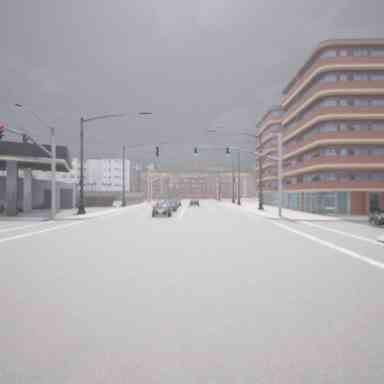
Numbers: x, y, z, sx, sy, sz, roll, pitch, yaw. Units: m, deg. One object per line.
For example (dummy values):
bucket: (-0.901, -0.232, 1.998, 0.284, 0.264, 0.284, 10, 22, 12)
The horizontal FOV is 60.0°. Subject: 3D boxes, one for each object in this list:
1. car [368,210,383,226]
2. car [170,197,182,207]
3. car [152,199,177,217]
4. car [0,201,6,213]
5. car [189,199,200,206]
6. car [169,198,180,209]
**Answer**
car: (14.745, 1.539, 22.960, 4.553, 1.767, 2.097, 0, 0, 1)
car: (-3.150, 1.867, 64.414, 2.097, 1.767, 4.553, 0, 0, 0)
car: (-3.043, 1.768, 34.524, 2.128, 1.511, 4.902, 0, 0, 0)
car: (-23.908, 1.762, 38.735, 3.806, 1.475, 1.970, 0, 0, 1)
car: (0.489, 2.047, 65.113, 1.812, 1.442, 4.674, 0, 0, 0)
car: (-3.093, 1.706, 44.243, 2.097, 1.767, 4.553, 0, 0, 0)
